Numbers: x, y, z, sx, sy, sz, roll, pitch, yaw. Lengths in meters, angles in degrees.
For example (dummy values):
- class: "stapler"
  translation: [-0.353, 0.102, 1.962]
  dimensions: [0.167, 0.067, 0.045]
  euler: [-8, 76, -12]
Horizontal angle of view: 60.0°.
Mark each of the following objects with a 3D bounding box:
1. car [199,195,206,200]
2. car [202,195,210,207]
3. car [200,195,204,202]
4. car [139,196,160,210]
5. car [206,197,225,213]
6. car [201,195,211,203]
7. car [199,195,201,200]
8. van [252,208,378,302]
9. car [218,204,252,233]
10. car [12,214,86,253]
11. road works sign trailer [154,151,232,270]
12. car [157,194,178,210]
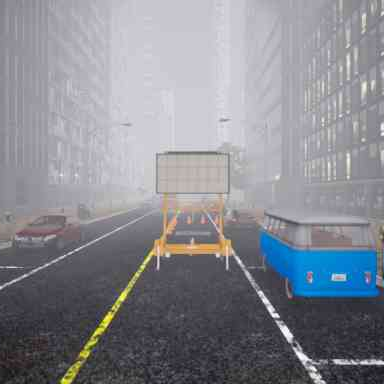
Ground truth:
- class: "car"
  translation: [2.939, 1.463, 93.362]
  dimensions: [1.887, 1.381, 4.507]
  euler: [0, 0, 0]
- class: "car"
  translation: [2.817, 1.544, 47.822]
  dimensions: [2.008, 1.369, 4.403]
  euler: [0, 0, 0]
- class: "car"
  translation: [2.832, 1.538, 53.515]
  dimensions: [2.008, 1.369, 4.403]
  euler: [0, 0, 0]
- class: "car"
  translation: [-5.580, 1.548, 42.156]
  dimensions: [2.008, 1.369, 4.403]
  euler: [0, 0, 0]
- class: "car"
  translation: [2.786, 1.581, 36.438]
  dimensions: [1.802, 1.307, 4.206]
  euler: [0, 0, 0]
- class: "car"
  translation: [2.878, 1.401, 70.592]
  dimensions: [1.967, 1.590, 4.097]
  euler: [0, 0, 0]
- class: "car"
  translation: [2.863, 1.410, 64.900]
  dimensions: [1.967, 1.590, 4.097]
  euler: [0, 0, 0]
- class: "van"
  translation: [2.709, 1.341, 7.976]
  dimensions: [1.690, 1.788, 3.998]
  euler: [0, 0, 0]
- class: "car"
  translation: [2.740, 1.581, 19.360]
  dimensions: [1.802, 1.307, 4.206]
  euler: [0, 0, 0]
- class: "car"
  translation: [-5.656, 1.582, 13.693]
  dimensions: [1.802, 1.307, 4.206]
  euler: [0, 0, 0]
- class: "road works sign trailer"
  translation: [0.027, 0.464, 11.002]
  dimensions: [2.380, 3.560, 2.880]
  euler: [0, 0, 0]
- class: "car"
  translation: [-2.985, 1.221, 44.020]
  dimensions: [2.150, 2.045, 5.566]
  euler: [0, 0, 0]
